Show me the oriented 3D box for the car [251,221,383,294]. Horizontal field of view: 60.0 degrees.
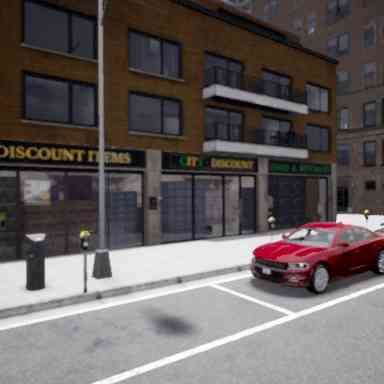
[{"bbox_3d":[3.485,1.494,8.668,4.507,1.381,1.887,0,0,-35],"label":"car"}]
